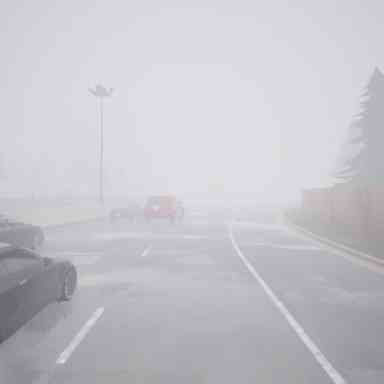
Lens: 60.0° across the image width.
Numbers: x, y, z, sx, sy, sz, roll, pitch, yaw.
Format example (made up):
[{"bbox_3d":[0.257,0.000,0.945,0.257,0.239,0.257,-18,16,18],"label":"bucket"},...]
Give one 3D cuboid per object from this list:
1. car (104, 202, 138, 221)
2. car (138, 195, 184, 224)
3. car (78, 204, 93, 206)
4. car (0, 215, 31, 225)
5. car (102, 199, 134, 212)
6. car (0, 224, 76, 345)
[{"bbox_3d":[-5.239,1.565,27.523,1.812,1.442,4.674,0,0,10],"label":"car"},{"bbox_3d":[-2.050,1.259,25.687,2.150,2.045,5.566,0,0,9],"label":"car"},{"bbox_3d":[-12.576,1.586,42.231,1.812,1.442,4.674,0,0,18],"label":"car"},{"bbox_3d":[-6.838,1.508,11.296,2.128,1.511,4.902,0,0,1],"label":"car"},{"bbox_3d":[-9.124,1.585,41.558,1.812,1.442,4.674,0,0,19],"label":"car"},{"bbox_3d":[-3.424,1.533,5.320,1.812,1.442,4.674,0,0,0],"label":"car"}]
